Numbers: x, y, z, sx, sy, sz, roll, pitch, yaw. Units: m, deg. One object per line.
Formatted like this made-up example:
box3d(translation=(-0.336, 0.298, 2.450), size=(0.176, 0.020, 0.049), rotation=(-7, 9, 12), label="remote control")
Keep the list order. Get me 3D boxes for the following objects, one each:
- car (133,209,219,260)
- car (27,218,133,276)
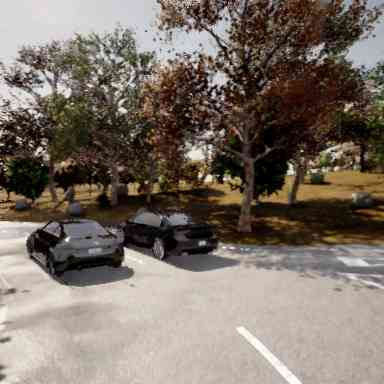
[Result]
box3d(translation=(-1.112, 1.373, 12.214), size=(1.882, 1.535, 5.008), rotation=(0, 1, -35), label="car")
box3d(translation=(-3.762, 1.492, 10.423), size=(1.994, 1.385, 4.181), rotation=(-1, 1, -36), label="car")
